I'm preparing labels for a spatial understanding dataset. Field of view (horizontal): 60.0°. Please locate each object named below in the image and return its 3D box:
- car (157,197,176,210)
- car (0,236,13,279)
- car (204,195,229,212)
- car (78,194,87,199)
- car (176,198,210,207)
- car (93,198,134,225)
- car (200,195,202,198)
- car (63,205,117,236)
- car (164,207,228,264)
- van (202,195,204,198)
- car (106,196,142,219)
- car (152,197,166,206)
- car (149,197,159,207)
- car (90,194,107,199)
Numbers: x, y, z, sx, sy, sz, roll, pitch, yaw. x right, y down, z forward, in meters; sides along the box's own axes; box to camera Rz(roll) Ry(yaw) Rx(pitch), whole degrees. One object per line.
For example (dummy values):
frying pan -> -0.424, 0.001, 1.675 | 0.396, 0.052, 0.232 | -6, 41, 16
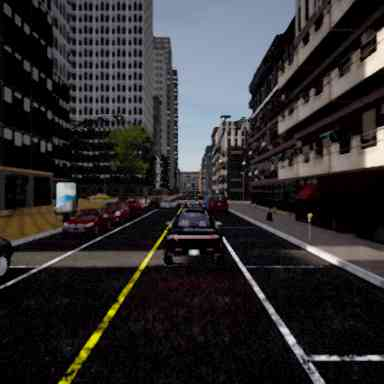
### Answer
car -> -3.076, 1.612, 44.001 | 1.895, 1.301, 4.718 | 0, 0, 0
car -> -5.689, 1.551, 7.313 | 2.008, 1.369, 4.403 | 0, 0, 0
car -> 2.702, 1.322, 35.066 | 2.192, 1.841, 5.009 | 0, 0, 0
car -> -27.446, 1.098, 79.935 | 4.313, 1.339, 1.947 | 1, -1, -1
car -> 0.079, 1.497, 27.107 | 2.128, 1.511, 4.902 | 0, 0, 0
car -> -5.683, 1.444, 23.966 | 1.967, 1.590, 4.097 | 0, 0, 0
car -> 2.708, 1.455, 51.719 | 1.967, 1.590, 4.097 | 0, 0, 0
car -> -5.684, 1.584, 18.415 | 1.802, 1.307, 4.206 | 0, 0, 0
car -> 0.071, 1.493, 11.817 | 2.128, 1.511, 4.902 | 0, 0, 0
van -> 2.706, 1.353, 46.168 | 1.690, 1.788, 3.998 | 0, 0, 0
car -> -5.680, 1.320, 29.517 | 2.192, 1.841, 5.009 | 0, 0, 0
car -> -5.670, 1.584, 56.967 | 1.947, 1.339, 4.313 | 0, 0, 0
car -> -5.672, 1.581, 51.721 | 1.947, 1.339, 4.313 | 0, 0, 0
car -> -22.000, 1.159, 80.083 | 4.829, 1.417, 1.752 | 1, -1, -1
